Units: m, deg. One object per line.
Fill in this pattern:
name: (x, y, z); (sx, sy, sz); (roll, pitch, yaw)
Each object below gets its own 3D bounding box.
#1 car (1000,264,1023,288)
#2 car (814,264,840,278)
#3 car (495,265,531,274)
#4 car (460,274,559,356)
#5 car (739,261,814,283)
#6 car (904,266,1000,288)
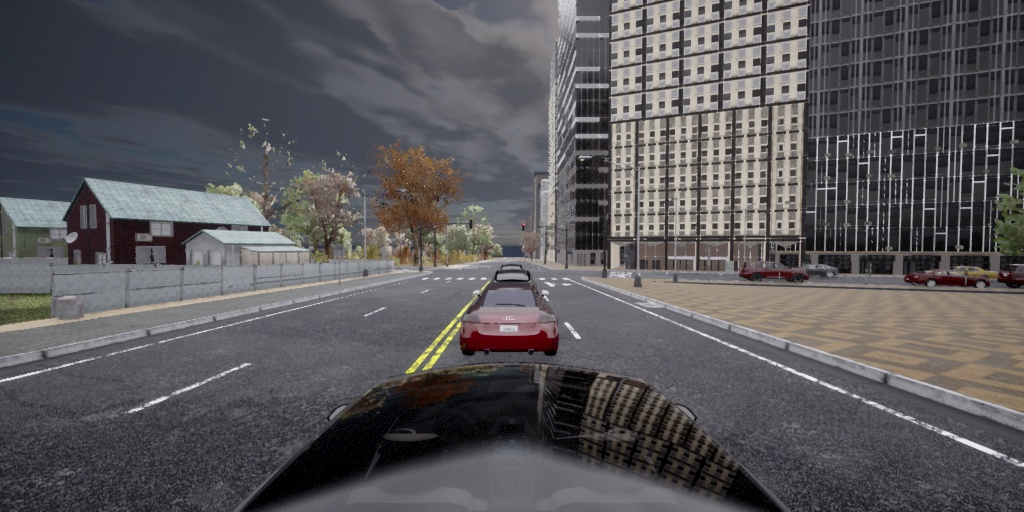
car: (38.955, 1.530, 25.885); (5.009, 1.841, 2.192); (0, 0, 20)
car: (31.007, 1.469, 37.172); (4.403, 1.370, 2.007); (0, 0, 20)
car: (0.030, 1.250, 14.027); (1.837, 1.490, 4.892); (0, 0, 0)
car: (-0.032, 1.311, 8.642); (1.994, 1.385, 4.181); (0, 0, 1)
car: (22.980, 1.394, 31.714); (5.009, 1.841, 2.192); (0, 0, 20)
car: (33.630, 1.715, 27.828); (4.507, 1.381, 1.888); (0, 0, 20)
